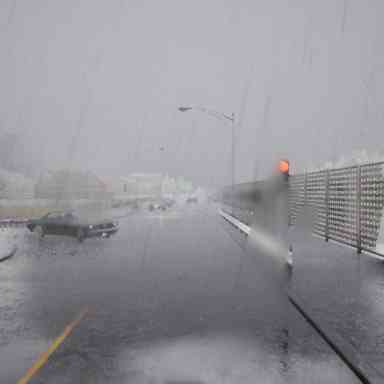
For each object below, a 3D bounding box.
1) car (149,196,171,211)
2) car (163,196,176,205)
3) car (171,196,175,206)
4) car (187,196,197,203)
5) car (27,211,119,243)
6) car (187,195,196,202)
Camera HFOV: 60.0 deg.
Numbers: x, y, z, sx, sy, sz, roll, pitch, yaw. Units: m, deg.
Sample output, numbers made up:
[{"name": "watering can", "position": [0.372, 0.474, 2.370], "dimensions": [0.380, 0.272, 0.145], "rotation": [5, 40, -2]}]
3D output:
[{"name": "car", "position": [-4.119, 1.491, 40.657], "dimensions": [2.128, 1.511, 4.902], "rotation": [0, 0, 0]}, {"name": "car", "position": [-4.099, 1.477, 61.048], "dimensions": [1.882, 1.535, 5.008], "rotation": [0, 0, 0]}, {"name": "car", "position": [-4.120, 1.564, 50.594], "dimensions": [1.994, 1.385, 4.181], "rotation": [0, 0, 0]}, {"name": "car", "position": [0.069, 1.477, 67.067], "dimensions": [1.882, 1.535, 5.008], "rotation": [0, 0, 0]}, {"name": "car", "position": [-5.787, 1.601, 16.141], "dimensions": [4.718, 1.301, 1.895], "rotation": [0, 0, 32]}, {"name": "car", "position": [-0.042, 1.540, 77.410], "dimensions": [2.033, 1.411, 5.357], "rotation": [0, 0, 0]}]
